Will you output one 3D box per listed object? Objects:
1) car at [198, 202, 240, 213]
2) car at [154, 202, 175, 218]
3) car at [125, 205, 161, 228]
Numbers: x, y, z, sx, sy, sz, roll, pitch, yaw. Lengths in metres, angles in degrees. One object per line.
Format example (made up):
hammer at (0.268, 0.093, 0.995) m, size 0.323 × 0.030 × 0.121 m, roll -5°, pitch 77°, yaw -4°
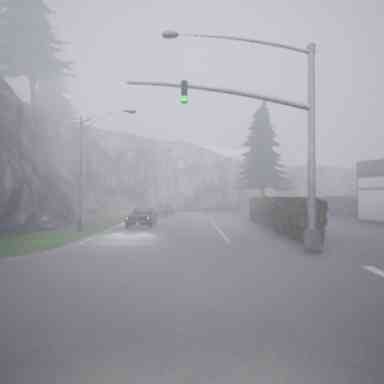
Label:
car at (3.549, 1.954, 42.926) m, size 5.357 × 1.411 × 2.033 m, roll 0°, pitch -1°, yaw -21°
car at (-3.103, 1.820, 34.688) m, size 2.128 × 1.511 × 4.902 m, roll 0°, pitch -1°, yaw 12°
car at (-3.618, 1.831, 24.301) m, size 1.895 × 1.301 × 4.718 m, roll 0°, pitch -1°, yaw 0°
